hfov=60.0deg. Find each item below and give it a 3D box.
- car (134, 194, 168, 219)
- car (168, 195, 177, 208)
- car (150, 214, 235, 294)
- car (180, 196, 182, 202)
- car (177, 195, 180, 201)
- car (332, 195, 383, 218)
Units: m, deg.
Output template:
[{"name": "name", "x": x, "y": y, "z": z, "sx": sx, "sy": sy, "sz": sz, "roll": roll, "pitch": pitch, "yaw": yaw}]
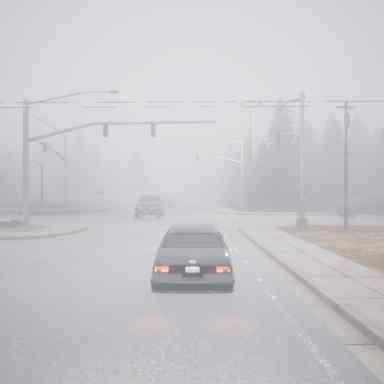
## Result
[{"name": "car", "x": -3.670, "y": 1.240, "z": 29.421, "sx": 2.150, "sy": 2.045, "sz": 5.566, "roll": 0, "pitch": 0, "yaw": 0}, {"name": "car", "x": -3.701, "y": 1.351, "z": 47.728, "sx": 2.097, "sy": 1.767, "sz": 4.553, "roll": 0, "pitch": 0, "yaw": 0}, {"name": "car", "x": 0.029, "y": 1.545, "z": 8.963, "sx": 2.033, "sy": 1.411, "sz": 5.357, "roll": 0, "pitch": 0, "yaw": 0}, {"name": "car", "x": -3.344, "y": 1.436, "z": 74.768, "sx": 1.837, "sy": 1.490, "sz": 4.892, "roll": 0, "pitch": 0, "yaw": 2}, {"name": "car", "x": -3.671, "y": 1.526, "z": 59.714, "sx": 1.812, "sy": 1.442, "sz": 4.674, "roll": 0, "pitch": 1, "yaw": 1}, {"name": "car", "x": 15.531, "y": 1.248, "z": 29.618, "sx": 5.566, "sy": 2.045, "sz": 2.150, "roll": 0, "pitch": 0, "yaw": 1}]
